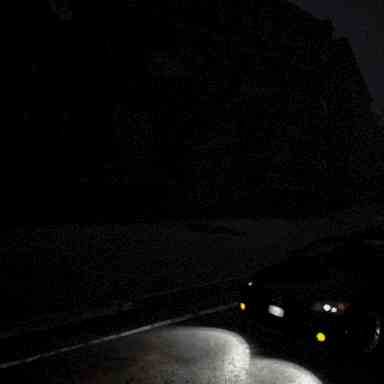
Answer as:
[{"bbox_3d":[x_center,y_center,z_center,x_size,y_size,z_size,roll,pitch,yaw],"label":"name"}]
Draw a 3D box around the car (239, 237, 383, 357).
[{"bbox_3d":[2.856,1.554,6.027,4.181,1.385,1.994,0,0,-35],"label":"car"}]
